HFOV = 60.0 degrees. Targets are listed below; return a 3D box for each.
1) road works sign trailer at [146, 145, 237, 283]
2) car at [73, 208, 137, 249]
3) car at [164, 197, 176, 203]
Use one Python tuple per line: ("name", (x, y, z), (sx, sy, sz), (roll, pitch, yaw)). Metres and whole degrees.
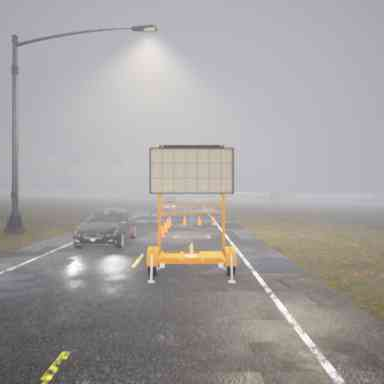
("road works sign trailer", (-0.010, 0.459, 9.618), (2.380, 3.560, 2.880), (0, 0, 0))
("car", (-3.615, 1.498, 14.528), (1.837, 1.490, 4.892), (0, 0, 0))
("car", (-3.641, 1.519, 56.379), (2.033, 1.411, 5.357), (0, 0, 0))
